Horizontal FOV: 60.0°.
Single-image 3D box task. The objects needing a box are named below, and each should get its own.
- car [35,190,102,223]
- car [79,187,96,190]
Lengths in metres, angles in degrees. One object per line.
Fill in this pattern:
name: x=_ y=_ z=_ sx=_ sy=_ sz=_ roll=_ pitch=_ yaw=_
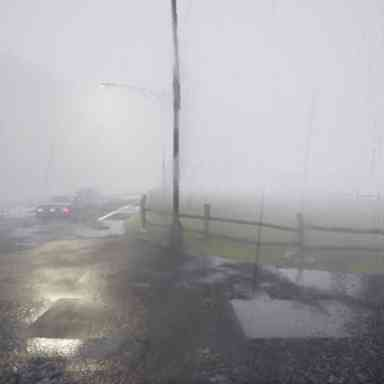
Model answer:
car: x=-6.769 y=0.830 z=18.498 sx=2.033 sy=1.411 sz=5.357 roll=0 pitch=2 yaw=-1
car: x=-10.651 y=0.234 z=34.142 sx=1.812 sy=1.442 sz=4.674 roll=0 pitch=2 yaw=-1
